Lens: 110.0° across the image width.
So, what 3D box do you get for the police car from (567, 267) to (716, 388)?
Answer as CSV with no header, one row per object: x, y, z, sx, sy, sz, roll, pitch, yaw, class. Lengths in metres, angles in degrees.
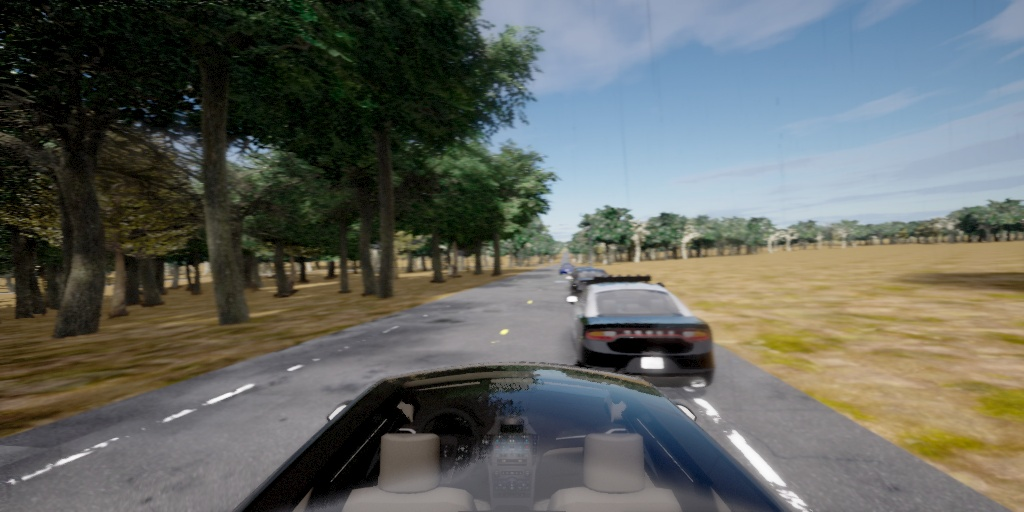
2.167,1.177,7.117,1.930,1.638,5.238,-2,-1,9,police car

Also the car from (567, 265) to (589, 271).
3.670,1.331,16.894,1.837,1.490,4.892,-2,-1,9,car

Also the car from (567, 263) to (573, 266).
4.581,1.398,22.828,1.812,1.442,4.674,-2,-1,9,car

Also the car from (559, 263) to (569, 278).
6.916,1.655,44.747,1.994,1.385,4.181,-2,-1,9,car
